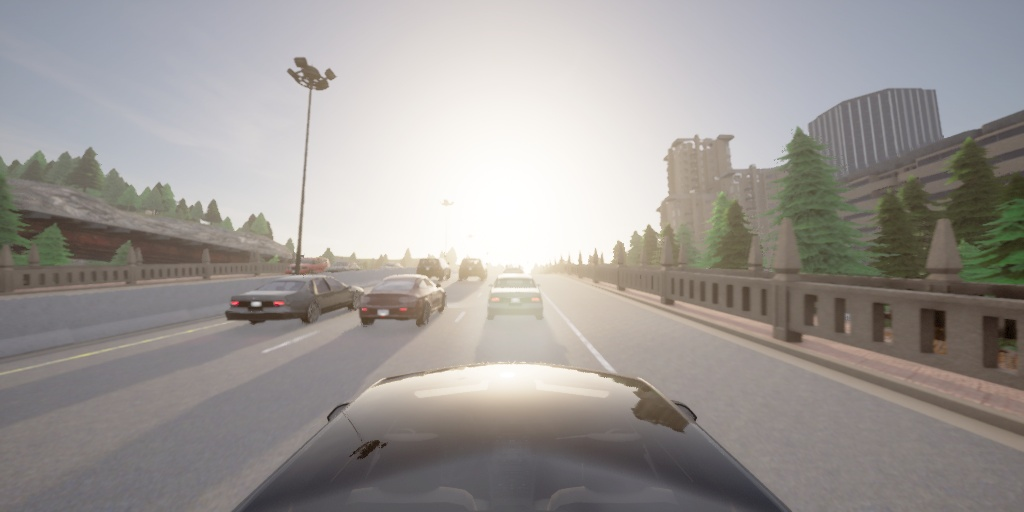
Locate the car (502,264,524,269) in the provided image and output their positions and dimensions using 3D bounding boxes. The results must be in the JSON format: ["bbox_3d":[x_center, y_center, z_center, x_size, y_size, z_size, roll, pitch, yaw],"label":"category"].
[{"bbox_3d":[0.102,1.432,33.009,2.128,1.511,4.902,0,0,0],"label":"car"}]

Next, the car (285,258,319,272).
[{"bbox_3d":[-21.091,1.189,37.426,2.150,2.045,5.566,0,-1,0],"label":"car"}]

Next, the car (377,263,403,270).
[{"bbox_3d":[-14.089,1.526,41.591,1.837,1.490,4.892,0,-1,0],"label":"car"}]

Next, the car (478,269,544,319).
[{"bbox_3d":[0.101,1.366,13.060,2.033,1.411,5.357,0,0,0],"label":"car"}]

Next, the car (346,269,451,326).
[{"bbox_3d":[-3.412,1.336,11.787,1.812,1.442,4.674,0,0,0],"label":"car"}]

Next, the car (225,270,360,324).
[{"bbox_3d":[-6.899,1.360,12.180,2.033,1.411,5.357,0,0,0],"label":"car"}]

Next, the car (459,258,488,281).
[{"bbox_3d":[-3.398,1.156,32.030,2.150,2.045,5.566,0,0,0],"label":"car"}]

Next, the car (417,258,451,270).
[{"bbox_3d":[-6.898,1.156,32.013,2.150,2.045,5.566,0,0,0],"label":"car"}]

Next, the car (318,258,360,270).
[{"bbox_3d":[-17.590,1.317,37.250,2.097,1.767,4.553,0,0,0],"label":"car"}]
